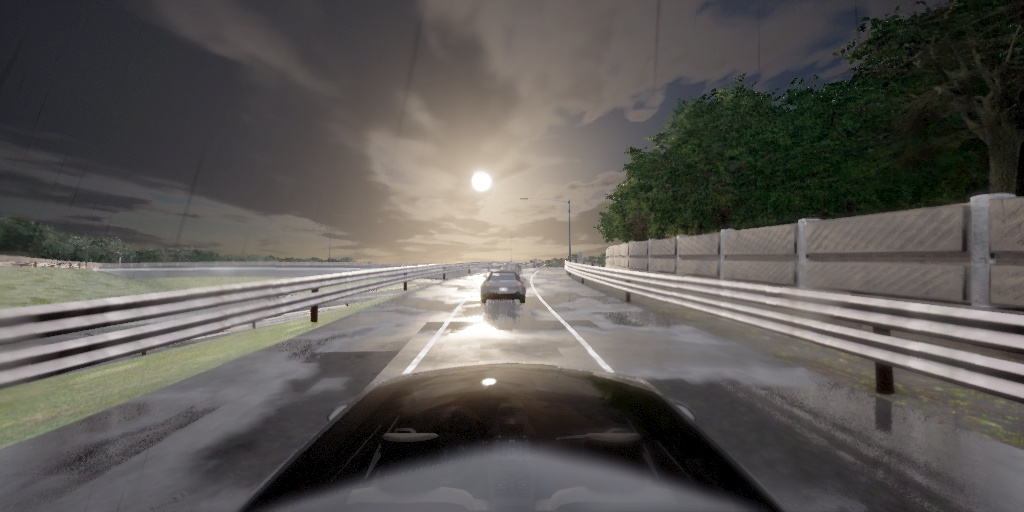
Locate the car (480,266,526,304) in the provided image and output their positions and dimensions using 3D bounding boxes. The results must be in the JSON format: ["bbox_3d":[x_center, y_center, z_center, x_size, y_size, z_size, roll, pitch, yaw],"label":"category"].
[{"bbox_3d":[-0.398,1.331,16.599,1.994,1.385,4.181,0,0,-1],"label":"car"}]

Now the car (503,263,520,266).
[{"bbox_3d":[-0.056,1.322,31.458,2.033,1.411,5.357,0,0,4],"label":"car"}]
